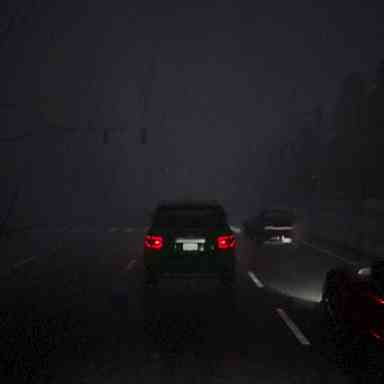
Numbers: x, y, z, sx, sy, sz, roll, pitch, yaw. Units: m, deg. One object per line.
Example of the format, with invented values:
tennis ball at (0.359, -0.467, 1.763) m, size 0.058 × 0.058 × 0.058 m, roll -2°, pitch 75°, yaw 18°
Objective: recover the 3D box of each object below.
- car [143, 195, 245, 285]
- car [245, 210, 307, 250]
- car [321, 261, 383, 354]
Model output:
car at (-0.080, 1.232, 9.667) m, size 2.150 × 2.045 × 5.566 m, roll 0°, pitch 0°, yaw -1°
car at (3.356, 1.505, 14.278) m, size 2.128 × 1.511 × 4.902 m, roll 0°, pitch 0°, yaw 0°
car at (3.435, 1.568, 4.582) m, size 1.994 × 1.385 × 4.181 m, roll 0°, pitch 0°, yaw -1°
